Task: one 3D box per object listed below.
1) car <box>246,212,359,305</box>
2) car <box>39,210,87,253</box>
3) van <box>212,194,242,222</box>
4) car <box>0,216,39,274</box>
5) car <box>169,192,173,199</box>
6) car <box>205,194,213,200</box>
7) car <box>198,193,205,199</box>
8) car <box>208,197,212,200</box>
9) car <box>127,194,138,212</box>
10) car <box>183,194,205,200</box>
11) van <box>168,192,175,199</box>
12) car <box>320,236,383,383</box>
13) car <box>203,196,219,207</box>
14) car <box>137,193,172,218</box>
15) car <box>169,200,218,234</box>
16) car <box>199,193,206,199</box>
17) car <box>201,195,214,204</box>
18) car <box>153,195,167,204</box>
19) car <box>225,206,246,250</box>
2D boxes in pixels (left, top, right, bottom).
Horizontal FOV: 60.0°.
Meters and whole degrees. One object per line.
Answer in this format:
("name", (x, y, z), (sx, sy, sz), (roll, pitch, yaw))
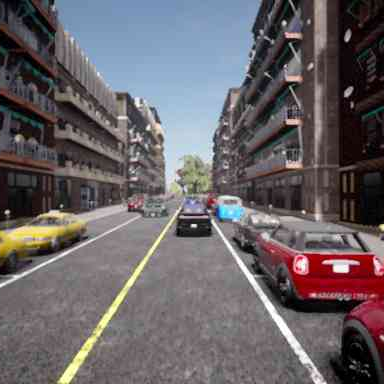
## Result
("car", (2.702, 1.401, 7.972), (1.967, 1.590, 4.097), (1, 0, 0))
("car", (-5.680, 1.459, 13.502), (1.752, 1.417, 4.829), (1, 0, 0))
("van", (2.700, 1.221, 24.956), (1.690, 1.788, 3.998), (1, 0, 0))
("car", (-5.679, 1.486, 7.841), (1.752, 1.417, 4.829), (1, 0, 0))
("car", (-5.692, 1.222, 70.288), (1.887, 1.381, 4.507), (1, 0, 0))
("car", (2.697, 1.118, 41.941), (2.192, 1.841, 5.009), (1, 0, 0))
("car", (2.687, 1.126, 92.897), (1.887, 1.381, 4.507), (1, 0, 0))
("car", (2.695, 1.436, 30.619), (1.802, 1.307, 4.206), (1, 0, 0))
("car", (-5.682, 1.143, 36.318), (2.192, 1.841, 5.009), (1, 0, 0))
("car", (0.088, 1.172, 37.894), (2.097, 1.767, 4.553), (0, 0, 0))
("van", (-5.694, 0.922, 92.934), (1.690, 1.788, 3.998), (1, 0, 0))
("car", (2.704, 1.428, 2.311), (1.967, 1.590, 4.097), (1, 0, 0))
("car", (2.692, 1.343, 47.604), (1.947, 1.339, 4.313), (1, 0, 0))
("car", (-3.100, 1.215, 28.696), (2.097, 1.767, 4.553), (0, 0, 0))
("car", (0.089, 1.403, 18.431), (2.128, 1.511, 4.902), (0, 0, 0))
("car", (2.686, 1.129, 87.407), (1.752, 1.417, 4.829), (1, 0, 0))
("car", (2.690, 1.277, 58.928), (2.008, 1.369, 4.403), (1, 0, 0))
("car", (-5.690, 1.277, 58.965), (2.008, 1.369, 4.403), (1, 0, 0))
("car", (2.700, 1.484, 13.634), (2.008, 1.369, 4.403), (1, 0, 0))
